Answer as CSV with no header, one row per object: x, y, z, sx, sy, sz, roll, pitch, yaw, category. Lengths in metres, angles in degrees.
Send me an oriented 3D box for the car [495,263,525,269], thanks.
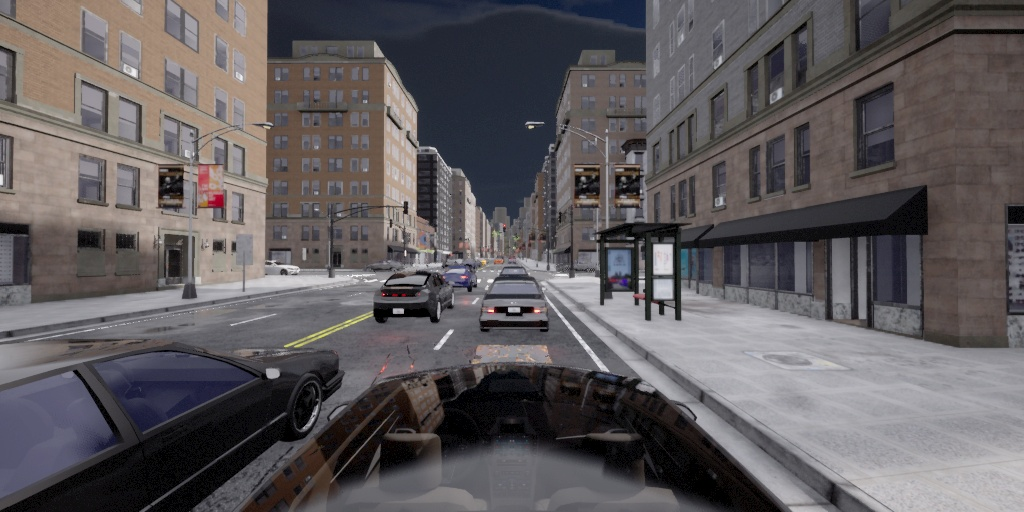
0.104,1.305,20.897,2.033,1.411,5.357,0,0,0,car

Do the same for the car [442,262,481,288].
-3.139,1.284,21.220,1.812,1.442,4.674,0,0,0,car

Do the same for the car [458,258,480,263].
-6.553,1.124,55.241,2.097,1.767,4.553,0,0,0,car

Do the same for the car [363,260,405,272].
-15.641,1.281,43.845,4.902,1.511,2.128,0,-1,0,car

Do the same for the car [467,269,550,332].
0.087,1.300,10.840,2.033,1.411,5.357,0,0,1,car

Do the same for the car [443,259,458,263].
-9.766,1.277,56.933,1.837,1.490,4.892,0,0,3,car

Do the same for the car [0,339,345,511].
-3.149,1.298,2.307,2.033,1.411,5.357,0,0,0,car

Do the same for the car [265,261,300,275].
-22.600,1.157,33.889,4.674,1.442,1.812,0,-1,-1,car

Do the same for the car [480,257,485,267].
-6.514,1.264,64.381,2.128,1.511,4.902,0,0,1,car

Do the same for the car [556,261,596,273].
7.864,1.360,44.065,4.902,1.511,2.128,0,-1,3,car

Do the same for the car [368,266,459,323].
-3.131,1.258,12.181,1.837,1.490,4.892,0,0,-1,car
